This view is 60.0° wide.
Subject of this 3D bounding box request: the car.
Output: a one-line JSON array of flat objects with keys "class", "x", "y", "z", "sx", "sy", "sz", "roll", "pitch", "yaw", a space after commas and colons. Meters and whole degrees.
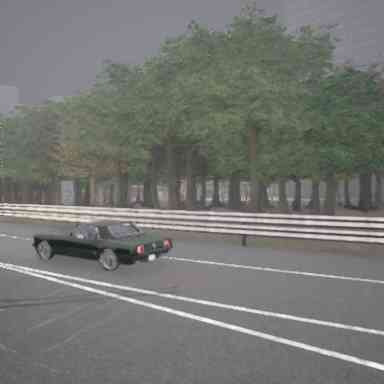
[{"class": "car", "x": -3.049, "y": 1.609, "z": 10.808, "sx": 4.718, "sy": 1.301, "sz": 1.895, "roll": 0, "pitch": 0, "yaw": 31}]
